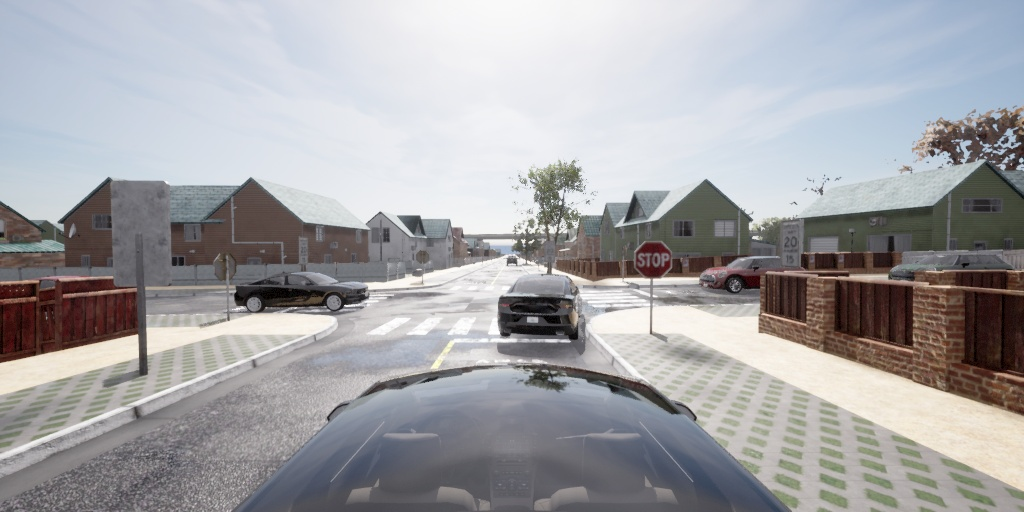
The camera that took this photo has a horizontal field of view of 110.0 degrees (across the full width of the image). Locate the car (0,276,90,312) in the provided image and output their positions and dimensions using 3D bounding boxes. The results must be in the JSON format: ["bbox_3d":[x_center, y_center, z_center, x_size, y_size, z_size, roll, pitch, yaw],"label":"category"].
[{"bbox_3d":[-18.018,1.547,14.611,5.008,1.535,1.882,-1,2,0],"label":"car"}]

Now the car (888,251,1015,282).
[{"bbox_3d":[21.705,0.646,17.819,4.553,1.767,2.097,-1,2,0],"label":"car"}]

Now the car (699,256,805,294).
[{"bbox_3d":[11.810,0.820,17.750,4.553,1.767,2.097,-1,2,0],"label":"car"}]

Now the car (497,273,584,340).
[{"bbox_3d":[0.960,1.224,10.143,1.882,1.535,5.008,0,0,12],"label":"car"}]

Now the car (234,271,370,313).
[{"bbox_3d":[-8.465,1.377,14.672,5.008,1.535,1.882,-1,2,0],"label":"car"}]
